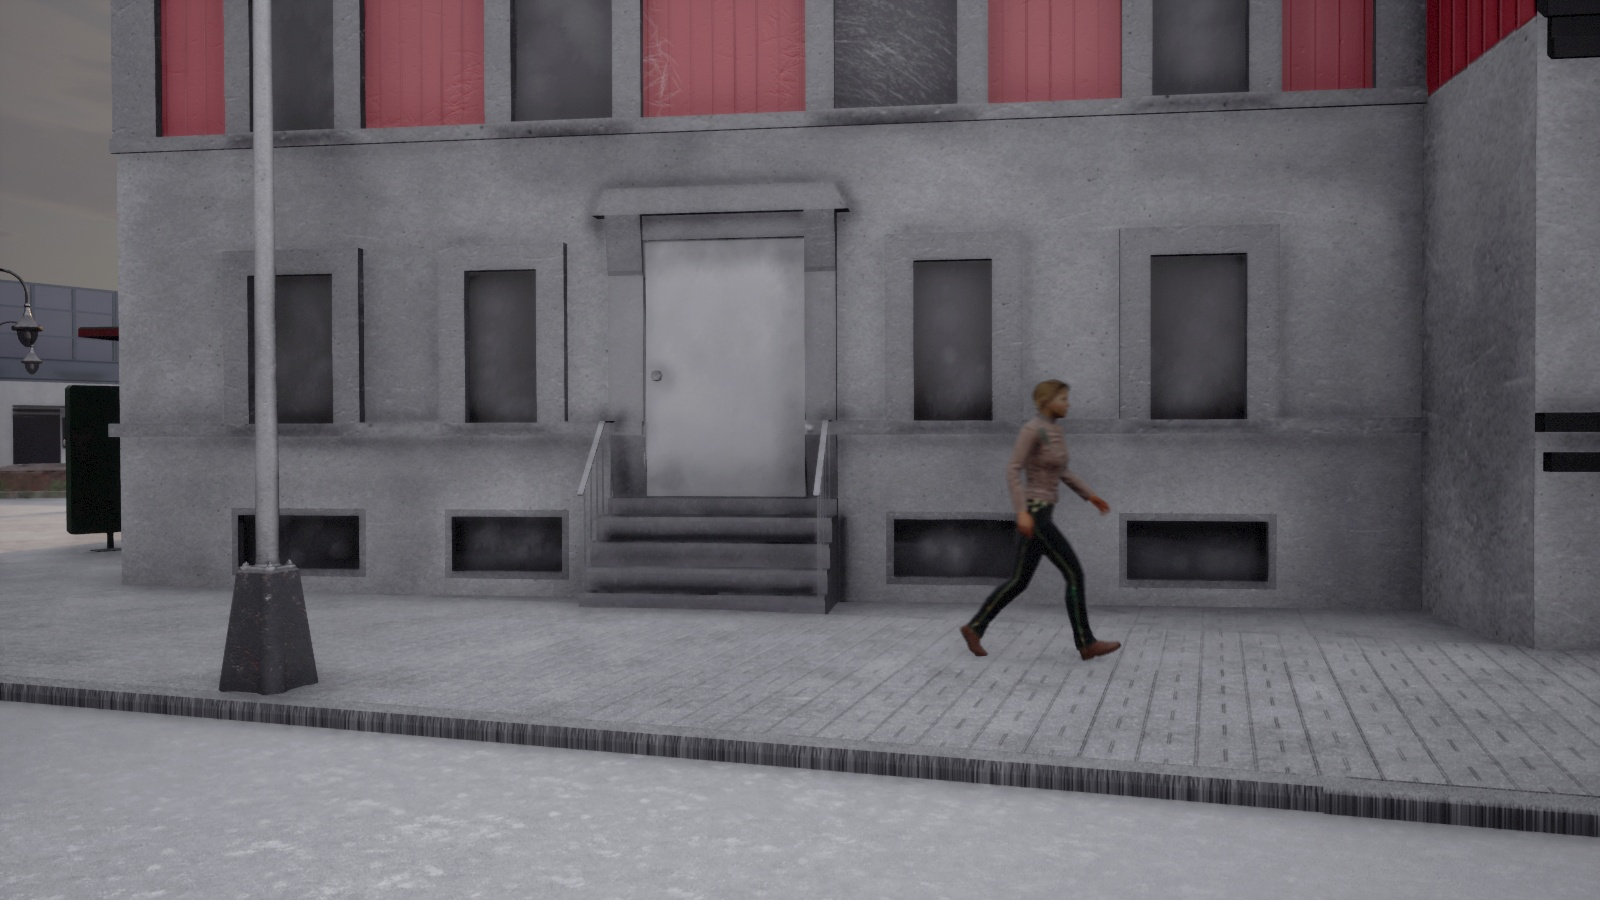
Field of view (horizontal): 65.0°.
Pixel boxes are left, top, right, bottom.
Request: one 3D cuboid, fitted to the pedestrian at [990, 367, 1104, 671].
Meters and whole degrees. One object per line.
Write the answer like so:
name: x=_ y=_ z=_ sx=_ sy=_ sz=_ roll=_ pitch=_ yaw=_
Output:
pedestrian: x=1.557 y=0.415 z=7.919 sx=0.634 sy=1.846 sz=0.331 roll=1 pitch=1 yaw=25
